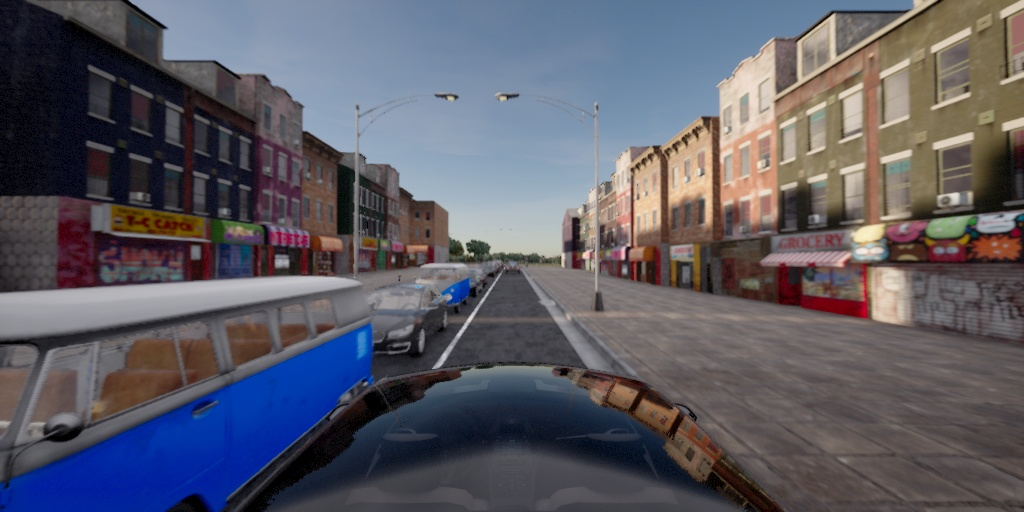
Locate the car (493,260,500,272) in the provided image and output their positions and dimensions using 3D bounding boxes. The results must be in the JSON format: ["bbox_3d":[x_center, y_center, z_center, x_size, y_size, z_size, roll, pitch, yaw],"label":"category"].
[{"bbox_3d":[-2.635,1.478,41.848,1.802,1.307,4.207,0,0,0],"label":"car"}]

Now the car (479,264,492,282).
[{"bbox_3d":[-2.635,1.441,25.233,1.802,1.307,4.207,0,0,0],"label":"car"}]

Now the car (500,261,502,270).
[{"bbox_3d":[-2.634,1.359,47.387,1.967,1.591,4.097,0,0,0],"label":"car"}]

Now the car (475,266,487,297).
[{"bbox_3d":[-2.636,1.418,19.691,1.948,1.339,4.313,0,0,0],"label":"car"}]

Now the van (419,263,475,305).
[{"bbox_3d":[-2.636,1.176,14.144,1.690,1.789,3.998,0,0,0],"label":"van"}]

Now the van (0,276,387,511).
[{"bbox_3d":[-2.637,1.103,3.049,1.690,1.789,3.998,0,0,0],"label":"van"}]

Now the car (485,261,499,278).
[{"bbox_3d":[-2.635,1.444,36.309,1.948,1.339,4.313,0,0,0],"label":"car"}]

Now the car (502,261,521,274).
[{"bbox_3d":[0.102,1.457,45.213,2.033,1.411,5.357,0,0,0],"label":"car"}]

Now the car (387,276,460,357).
[{"bbox_3d":[-2.637,1.356,8.597,2.007,1.370,4.403,0,0,0],"label":"car"}]
